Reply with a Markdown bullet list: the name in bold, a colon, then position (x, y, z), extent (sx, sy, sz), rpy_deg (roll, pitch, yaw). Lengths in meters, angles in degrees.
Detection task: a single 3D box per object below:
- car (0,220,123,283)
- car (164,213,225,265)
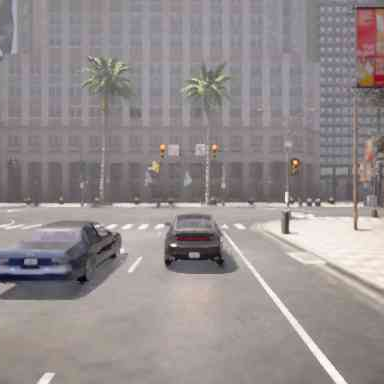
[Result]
- **car**: position (-3.435, 1.536, 9.624), extent (2.033, 1.411, 5.357), rpy_deg (0, 0, 0)
- **car**: position (0.075, 1.492, 11.648), extent (1.837, 1.490, 4.892), rpy_deg (0, 0, 0)
